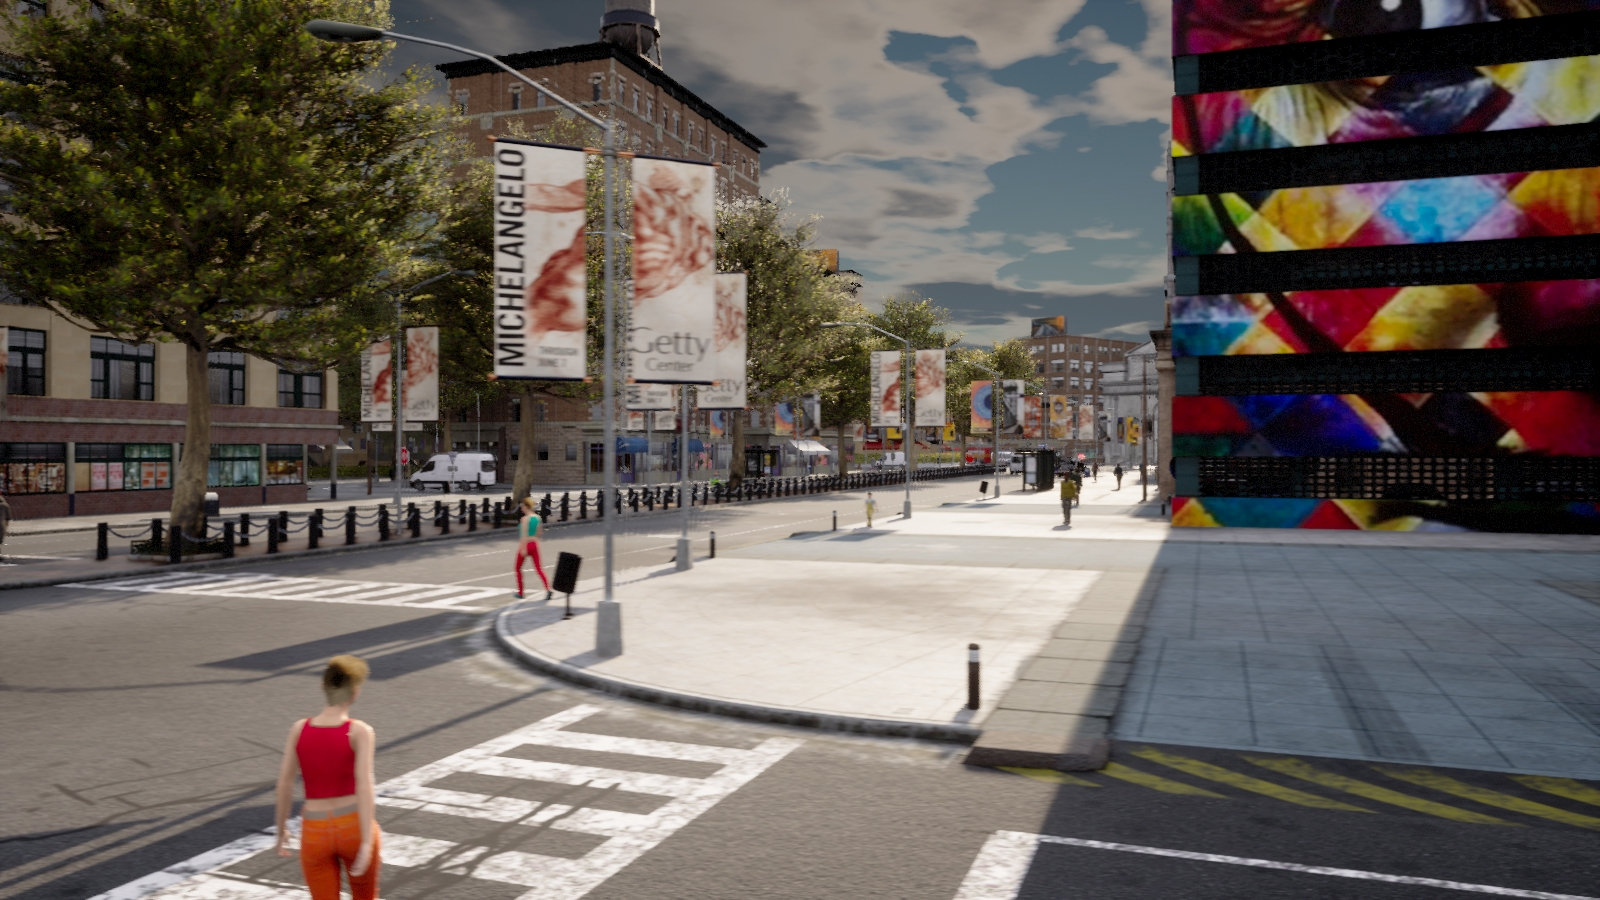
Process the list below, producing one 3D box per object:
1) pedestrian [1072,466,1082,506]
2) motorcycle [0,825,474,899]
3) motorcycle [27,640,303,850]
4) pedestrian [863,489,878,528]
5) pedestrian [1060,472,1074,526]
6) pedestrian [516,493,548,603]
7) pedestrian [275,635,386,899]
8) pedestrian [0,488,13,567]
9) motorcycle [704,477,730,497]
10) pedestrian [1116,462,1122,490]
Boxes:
[{"bbox_3d":[13.049,1.696,53.817,0.375,1.860,0.375,0,0,22],"label":"pedestrian"},{"bbox_3d":[-2.179,2.182,4.058,1.805,1.236,0.856,0,0,19],"label":"motorcycle"},{"bbox_3d":[-4.824,2.182,8.701,1.805,1.236,0.856,0,0,20],"label":"motorcycle"},{"bbox_3d":[2.392,1.976,38.686,0.375,1.300,0.375,0,0,25],"label":"pedestrian"},{"bbox_3d":[9.284,1.696,39.766,0.375,1.860,0.375,0,0,32],"label":"pedestrian"},{"bbox_3d":[-4.677,1.698,19.938,0.375,1.860,0.375,0,0,34],"label":"pedestrian"},{"bbox_3d":[-2.249,1.848,5.495,0.375,1.860,0.375,0,0,1],"label":"pedestrian"},{"bbox_3d":[-19.140,1.847,27.313,0.375,1.860,0.375,0,0,18],"label":"pedestrian"},{"bbox_3d":[-5.040,2.211,69.275,0.803,1.145,2.033,0,0,20],"label":"motorcycle"},{"bbox_3d":[21.125,1.696,75.677,0.375,1.860,0.375,0,0,20],"label":"pedestrian"}]
